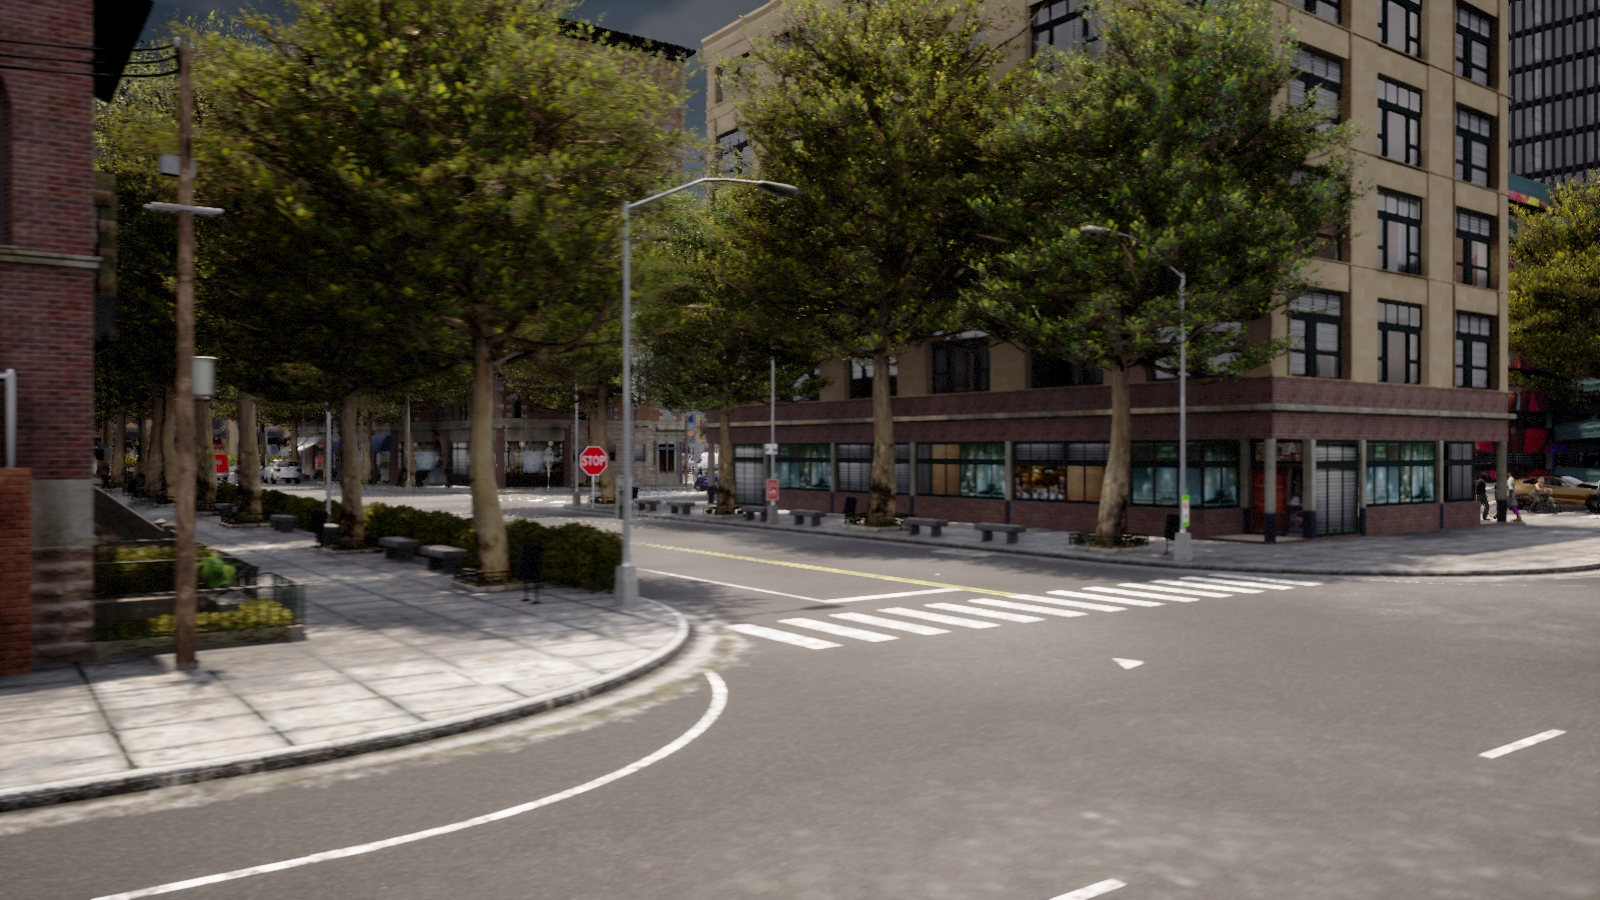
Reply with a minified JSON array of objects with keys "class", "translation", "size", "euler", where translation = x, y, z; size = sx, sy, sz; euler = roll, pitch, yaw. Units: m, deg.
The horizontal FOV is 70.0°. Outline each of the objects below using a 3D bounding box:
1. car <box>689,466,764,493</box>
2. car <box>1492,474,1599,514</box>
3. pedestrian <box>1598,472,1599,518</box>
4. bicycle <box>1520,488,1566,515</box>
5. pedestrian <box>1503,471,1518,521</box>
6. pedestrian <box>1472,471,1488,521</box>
[{"class":"car","translation":[-4.926,1.972,76.846],"size":[4.611,1.667,2.242],"euler":[0,0,-38]},{"class":"car","translation":[35.157,1.994,52.806],"size":[2.152,1.651,5.027],"euler":[0,0,-36]},{"class":"pedestrian","translation":[32.905,1.850,46.698],"size":[0.375,1.860,0.375],"euler":[0,0,15]},{"class":"bicycle","translation":[32.651,2.258,50.201],"size":[0.859,1.080,1.487],"euler":[0,0,-34]},{"class":"pedestrian","translation":[26.364,1.698,42.393],"size":[0.375,1.860,0.375],"euler":[0,0,-36]},{"class":"pedestrian","translation":[25.174,1.698,42.285],"size":[0.375,1.860,0.375],"euler":[0,0,-36]}]
